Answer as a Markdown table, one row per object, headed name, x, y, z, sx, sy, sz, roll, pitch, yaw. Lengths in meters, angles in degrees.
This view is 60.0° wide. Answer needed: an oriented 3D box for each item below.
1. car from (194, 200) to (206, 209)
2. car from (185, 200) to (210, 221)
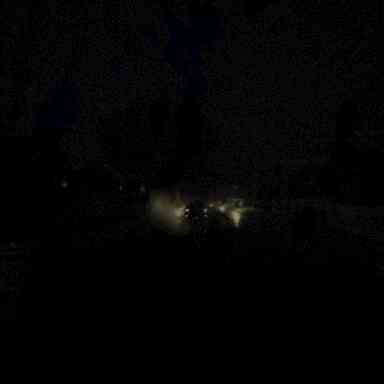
| name | x | y | z | sx | sy | sz | roll | pitch | yaw |
| --- | --- | --- | --- | --- | --- | --- | --- | --- | --- |
| car | 1.350 | 2.092 | 55.885 | 1.994 | 1.385 | 4.181 | -1 | -1 | 1 |
| car | 0.515 | 1.627 | 30.363 | 2.097 | 1.767 | 4.553 | -1 | -1 | 3 |
